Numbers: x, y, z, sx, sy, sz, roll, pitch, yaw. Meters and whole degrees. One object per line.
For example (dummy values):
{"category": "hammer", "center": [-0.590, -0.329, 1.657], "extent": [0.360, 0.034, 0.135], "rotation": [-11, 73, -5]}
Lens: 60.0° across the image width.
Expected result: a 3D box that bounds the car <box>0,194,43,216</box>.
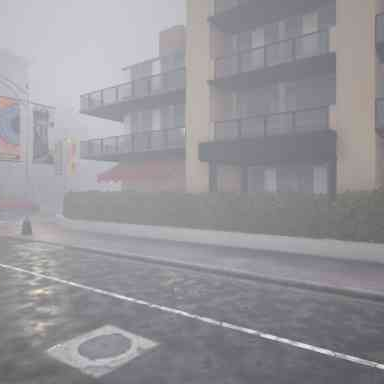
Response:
{"category": "car", "center": [-17.660, 1.221, 32.299], "extent": [2.150, 2.045, 5.566], "rotation": [0, 0, 35]}
